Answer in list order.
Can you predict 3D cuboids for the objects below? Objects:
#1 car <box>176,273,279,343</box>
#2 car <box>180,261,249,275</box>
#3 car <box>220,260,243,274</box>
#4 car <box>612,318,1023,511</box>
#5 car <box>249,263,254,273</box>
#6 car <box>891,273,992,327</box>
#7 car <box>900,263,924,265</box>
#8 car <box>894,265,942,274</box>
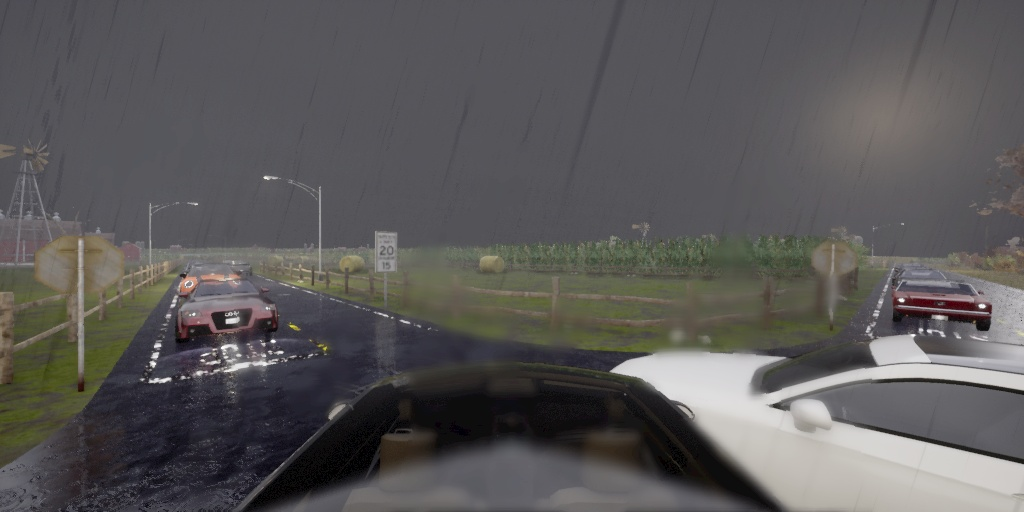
[{"bbox_3d":[-7.955,1.355,9.962,1.994,1.385,4.181,0,0,-43],"label":"car"},{"bbox_3d":[-13.741,1.140,16.436,2.097,1.767,4.553,0,0,-42],"label":"car"},{"bbox_3d":[-33.769,1.304,43.092,1.837,1.490,4.892,0,0,-42],"label":"car"},{"bbox_3d":[2.836,1.294,2.391,1.812,1.442,4.674,0,1,-44],"label":"car"},{"bbox_3d":[-27.036,1.282,35.645,2.128,1.511,4.902,0,0,-42],"label":"car"},{"bbox_3d":[13.501,1.398,11.470,4.718,1.301,1.895,0,1,-43],"label":"car"},{"bbox_3d":[27.313,1.401,24.310,4.181,1.385,1.994,0,1,-43],"label":"car"},{"bbox_3d":[20.568,1.363,18.044,5.357,1.411,2.033,0,1,-43],"label":"car"}]
